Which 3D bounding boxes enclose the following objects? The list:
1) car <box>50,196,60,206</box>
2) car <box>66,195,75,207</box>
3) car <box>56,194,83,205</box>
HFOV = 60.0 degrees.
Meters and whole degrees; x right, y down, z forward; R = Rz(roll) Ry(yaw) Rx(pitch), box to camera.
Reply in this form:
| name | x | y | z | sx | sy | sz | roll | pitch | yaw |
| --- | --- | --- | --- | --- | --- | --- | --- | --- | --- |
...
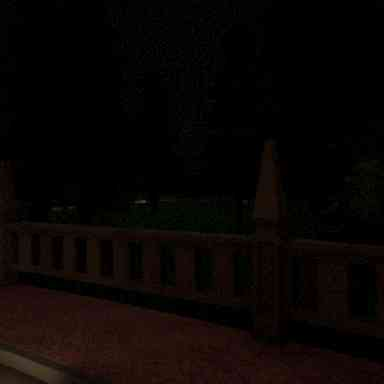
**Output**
| name | x | y | z | sx | sy | sz | roll | pitch | yaw |
| --- | --- | --- | --- | --- | --- | --- | --- | --- | --- |
| car | -19.789 | 1.145 | 50.887 | 2.150 | 2.045 | 5.566 | 0 | 0 | 17 |
| car | -16.264 | 1.387 | 50.457 | 1.882 | 1.535 | 5.008 | 0 | 0 | 17 |
| car | -21.386 | 1.318 | 58.104 | 2.097 | 1.767 | 4.553 | 0 | 0 | 16 |
